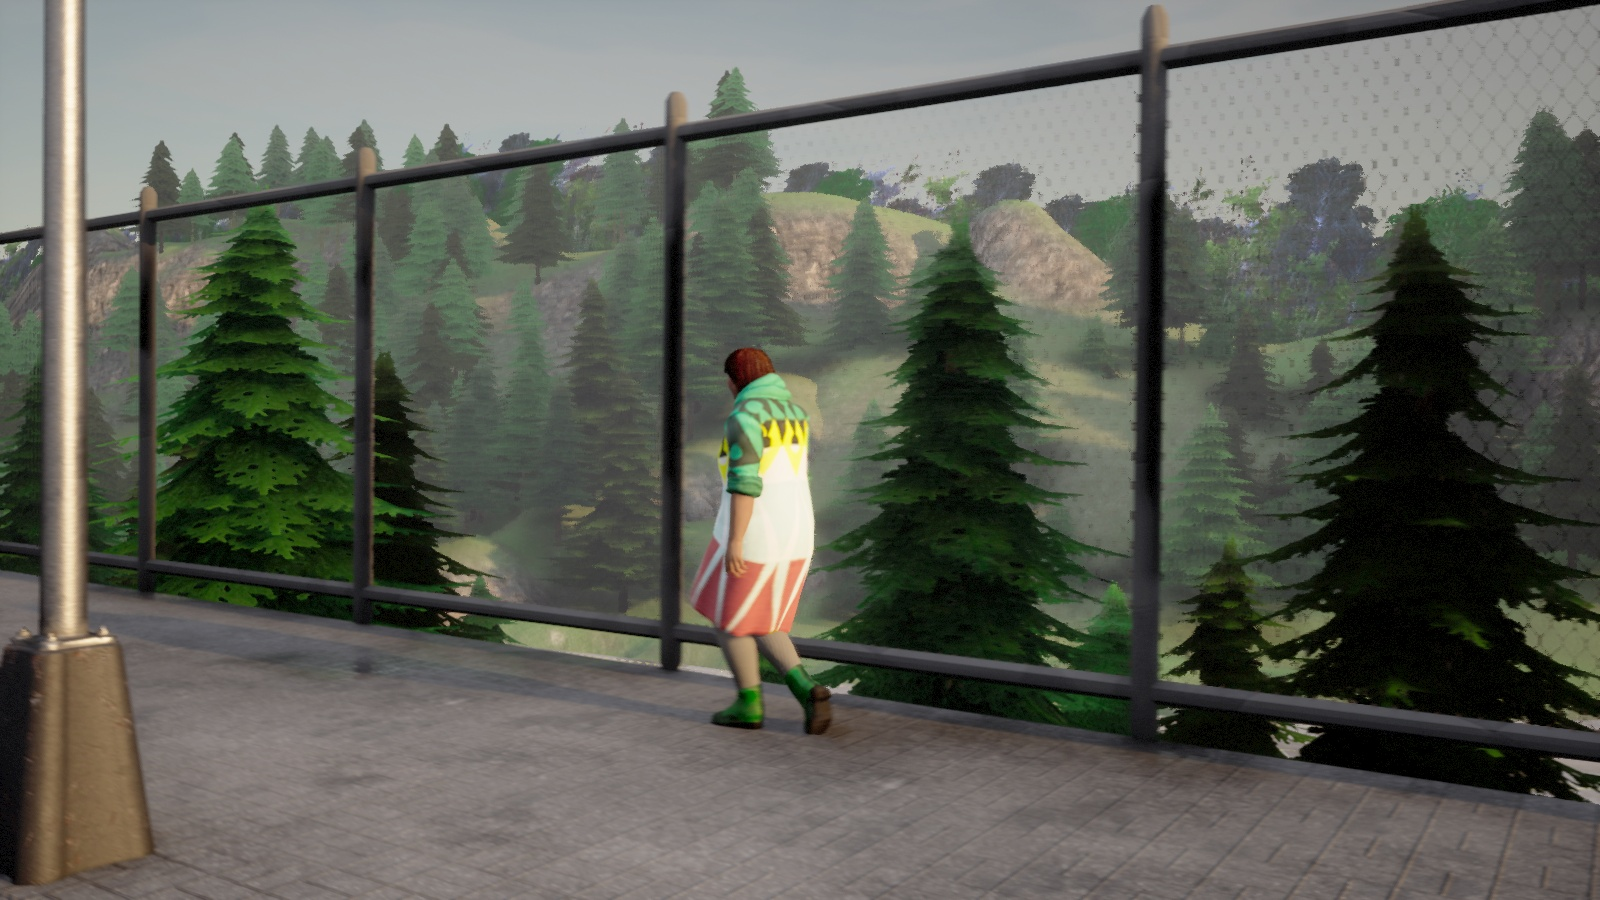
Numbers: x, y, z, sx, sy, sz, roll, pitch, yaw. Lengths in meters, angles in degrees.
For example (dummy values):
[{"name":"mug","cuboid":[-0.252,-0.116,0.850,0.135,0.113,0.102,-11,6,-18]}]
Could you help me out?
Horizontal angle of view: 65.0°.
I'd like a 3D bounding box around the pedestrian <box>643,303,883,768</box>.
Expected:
[{"name":"pedestrian","cuboid":[-0.166,0.355,5.784,0.873,1.952,0.659,0,1,34]}]
